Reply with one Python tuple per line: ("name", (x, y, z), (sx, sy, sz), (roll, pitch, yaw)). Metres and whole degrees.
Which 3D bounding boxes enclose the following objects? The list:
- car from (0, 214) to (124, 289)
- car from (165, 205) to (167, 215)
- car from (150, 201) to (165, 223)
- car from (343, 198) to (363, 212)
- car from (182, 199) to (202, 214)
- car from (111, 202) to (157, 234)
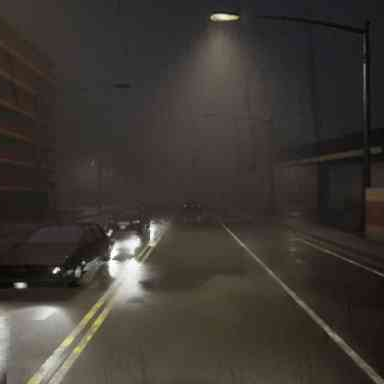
("car", (-3.614, 1.599, 9.668), (2.033, 1.411, 5.357), (0, 0, 0))
("car", (-3.591, 1.662, 33.118), (2.128, 1.511, 4.902), (0, 0, 0))
("car", (-3.539, 1.608, 26.414), (1.994, 1.385, 4.181), (0, 0, 0))
("car", (20.214, 1.481, 38.933), (4.611, 1.667, 2.242), (0, 0, 1))
("car", (0.024, 1.542, 37.439), (2.097, 1.767, 4.553), (0, 0, 0))
("car", (-3.622, 1.596, 19.954), (2.128, 1.511, 4.902), (0, 0, 0))
